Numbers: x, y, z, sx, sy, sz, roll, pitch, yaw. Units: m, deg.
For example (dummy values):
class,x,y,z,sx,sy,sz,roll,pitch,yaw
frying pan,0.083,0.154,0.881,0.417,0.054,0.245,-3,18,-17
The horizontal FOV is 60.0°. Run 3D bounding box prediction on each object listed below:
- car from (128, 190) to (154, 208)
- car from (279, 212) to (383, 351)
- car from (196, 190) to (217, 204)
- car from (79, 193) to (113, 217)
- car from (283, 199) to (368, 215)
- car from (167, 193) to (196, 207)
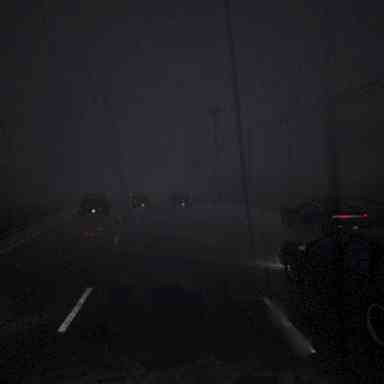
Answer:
class,x,y,z,sx,sy,sz,roll,pitch,yaw
car,-4.593,0.743,30.334,1.895,1.301,4.718,0,2,-12
car,3.262,1.370,5.836,2.033,1.411,5.357,0,2,-5
car,1.394,0.495,35.949,1.812,1.442,4.674,0,2,-12
car,-6.693,0.854,23.251,1.837,1.490,4.892,0,2,-12
car,5.623,1.058,14.629,2.128,1.511,4.902,0,2,-9
car,-1.235,0.705,31.427,1.895,1.301,4.718,0,2,-12
